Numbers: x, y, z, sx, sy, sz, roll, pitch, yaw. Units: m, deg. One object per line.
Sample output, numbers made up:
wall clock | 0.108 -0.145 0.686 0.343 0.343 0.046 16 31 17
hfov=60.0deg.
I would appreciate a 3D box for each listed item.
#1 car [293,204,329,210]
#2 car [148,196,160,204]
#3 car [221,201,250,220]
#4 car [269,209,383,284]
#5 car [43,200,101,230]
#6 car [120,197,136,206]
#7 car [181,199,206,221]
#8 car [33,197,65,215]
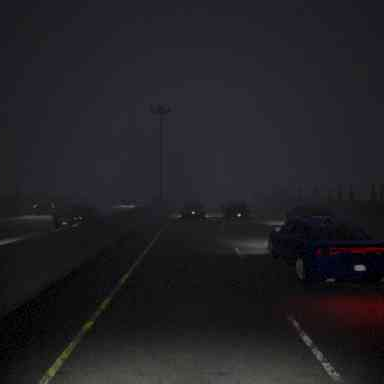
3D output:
car | 7.092 1.499 20.345 1.837 1.490 4.892 0 0 0
car | -7.027 1.481 62.490 2.128 1.511 4.902 0 0 1
car | 3.592 1.498 27.788 1.837 1.490 4.892 0 0 0
car | 3.597 1.475 9.599 1.882 1.535 5.008 0 0 0
car | -7.104 1.486 20.956 2.128 1.511 4.902 0 0 0
car | -10.568 1.550 55.468 1.994 1.385 4.181 0 0 0
car | 0.094 1.557 27.471 1.994 1.385 4.181 0 0 0
car | -14.101 1.344 33.528 2.097 1.767 4.553 0 0 0
